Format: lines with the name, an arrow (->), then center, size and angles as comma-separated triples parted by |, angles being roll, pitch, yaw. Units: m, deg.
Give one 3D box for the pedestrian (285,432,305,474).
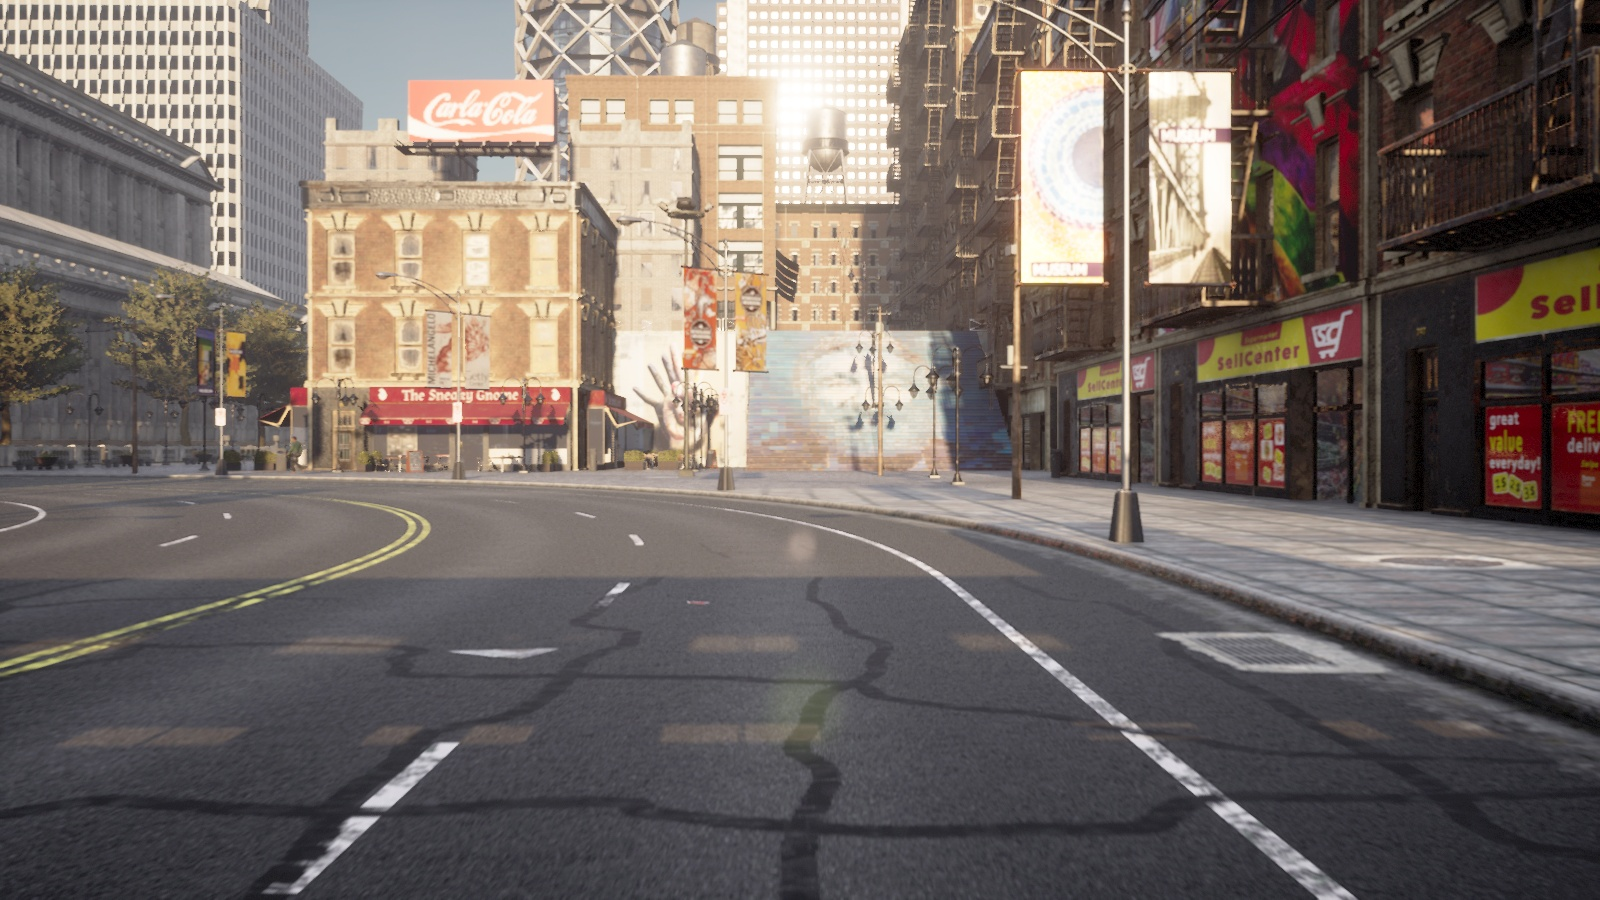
pedestrian -> -23.446, 0.152, 58.300 | 0.788, 1.949, 0.423 | 0, 0, 16
